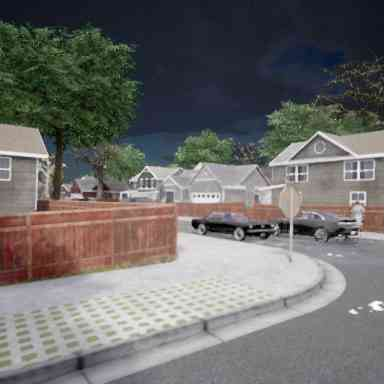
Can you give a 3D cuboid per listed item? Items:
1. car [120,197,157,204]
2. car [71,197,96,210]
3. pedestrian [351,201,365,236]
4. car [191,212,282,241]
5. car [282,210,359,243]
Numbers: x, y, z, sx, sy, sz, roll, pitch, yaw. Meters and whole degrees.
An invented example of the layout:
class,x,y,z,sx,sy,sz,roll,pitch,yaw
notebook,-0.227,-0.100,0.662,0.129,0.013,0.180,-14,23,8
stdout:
class,x,y,z,sx,sy,sz,roll,pitch,yaw
car,-3.890,1.451,25.614,2.150,2.045,5.566,2,-2,-36
car,-11.552,1.586,35.995,2.150,2.045,5.566,2,-2,-37
pedestrian,8.825,1.391,17.741,0.375,1.860,0.375,1,-1,-35
car,2.019,1.704,17.221,1.895,1.301,4.718,2,-2,-35
car,5.911,1.666,17.061,2.128,1.511,4.902,2,-2,-35
